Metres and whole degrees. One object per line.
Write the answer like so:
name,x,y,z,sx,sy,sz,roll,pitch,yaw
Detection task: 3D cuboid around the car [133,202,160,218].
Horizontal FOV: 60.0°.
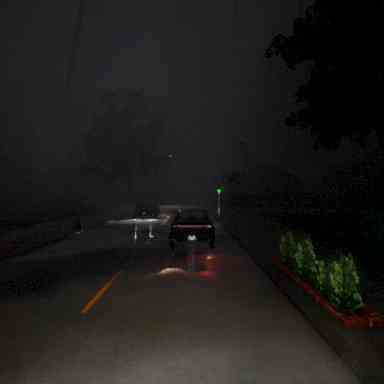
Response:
car,-4.000,1.598,29.640,1.994,1.385,4.181,0,0,0

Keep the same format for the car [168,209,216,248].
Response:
car,0.000,1.493,14.650,2.128,1.511,4.902,0,0,0
